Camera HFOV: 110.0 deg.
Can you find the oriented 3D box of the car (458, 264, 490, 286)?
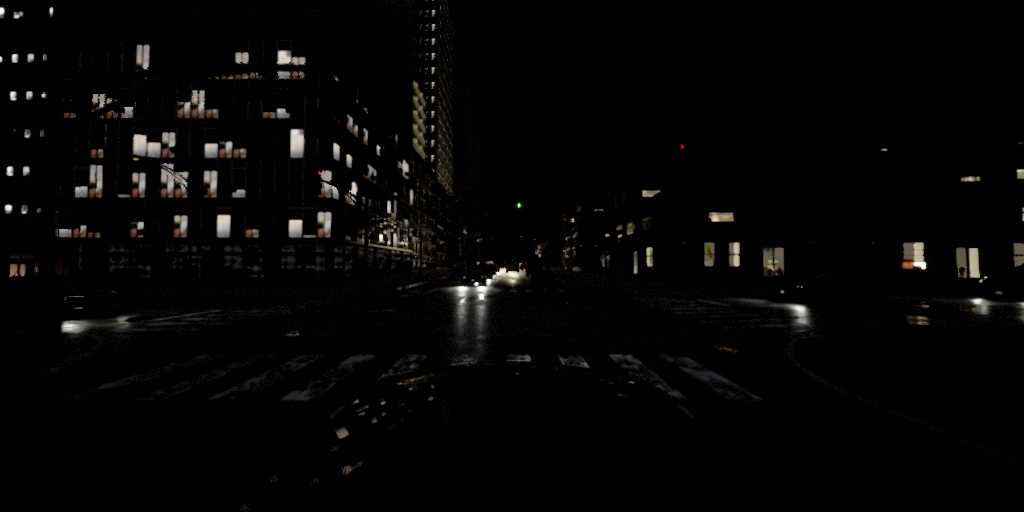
[{"bbox_3d":[-3.068,1.643,29.887,1.812,1.442,4.674,0,-1,-1],"label":"car"}]

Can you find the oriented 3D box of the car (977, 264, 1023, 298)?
[{"bbox_3d":[24.448,1.078,16.362,4.553,1.767,2.097,-1,-2,1],"label":"car"}]

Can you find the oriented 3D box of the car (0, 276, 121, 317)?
[{"bbox_3d":[-17.891,1.510,13.574,5.008,1.535,1.882,-1,-2,0],"label":"car"}]

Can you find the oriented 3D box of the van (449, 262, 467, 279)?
[{"bbox_3d":[-5.682,1.569,38.424,1.690,1.789,3.998,0,0,0],"label":"van"}]

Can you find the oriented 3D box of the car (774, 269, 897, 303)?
[{"bbox_3d":[14.738,1.343,16.456,4.674,1.442,1.812,-1,-2,1],"label":"car"}]

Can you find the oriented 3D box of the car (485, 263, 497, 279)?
[{"bbox_3d":[-3.091,1.811,39.834,1.994,1.385,4.181,0,-1,0],"label":"car"}]

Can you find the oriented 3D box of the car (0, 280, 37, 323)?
[{"bbox_3d":[-17.417,1.530,10.953,4.207,1.307,1.802,0,0,1],"label":"car"}]

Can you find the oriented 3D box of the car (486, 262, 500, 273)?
[{"bbox_3d":[-3.086,1.927,50.113,2.033,1.411,5.357,0,-1,0],"label":"car"}]

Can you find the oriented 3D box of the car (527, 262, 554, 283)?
[{"bbox_3d":[2.698,1.595,32.787,1.967,1.591,4.097,0,0,0],"label":"car"}]

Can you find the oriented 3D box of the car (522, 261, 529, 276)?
[{"bbox_3d":[2.700,1.618,44.134,2.192,1.841,5.009,0,0,0],"label":"car"}]

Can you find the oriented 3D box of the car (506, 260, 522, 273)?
[{"bbox_3d":[0.116,1.833,57.904,2.097,1.767,4.553,0,-1,0],"label":"car"}]
